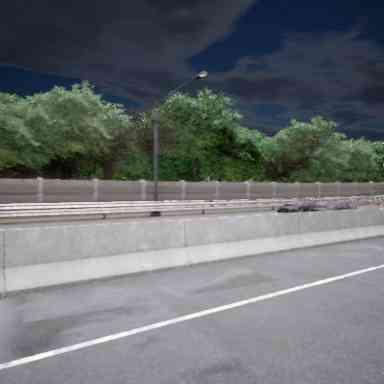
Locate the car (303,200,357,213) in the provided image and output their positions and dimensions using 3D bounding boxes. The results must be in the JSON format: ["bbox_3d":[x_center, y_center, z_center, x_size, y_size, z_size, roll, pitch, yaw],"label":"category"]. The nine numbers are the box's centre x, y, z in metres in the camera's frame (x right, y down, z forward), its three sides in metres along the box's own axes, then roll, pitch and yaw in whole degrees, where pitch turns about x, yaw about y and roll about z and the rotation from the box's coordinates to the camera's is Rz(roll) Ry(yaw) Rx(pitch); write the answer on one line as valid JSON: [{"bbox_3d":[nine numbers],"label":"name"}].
[{"bbox_3d":[12.711,1.491,29.823,5.357,1.411,2.033,0,0,-34],"label":"car"}]

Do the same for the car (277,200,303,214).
[{"bbox_3d":[10.821,1.488,32.769,5.357,1.411,2.033,0,0,-34],"label":"car"}]

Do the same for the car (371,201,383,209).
[{"bbox_3d":[17.394,1.399,28.753,5.008,1.535,1.882,-1,0,-34],"label":"car"}]
